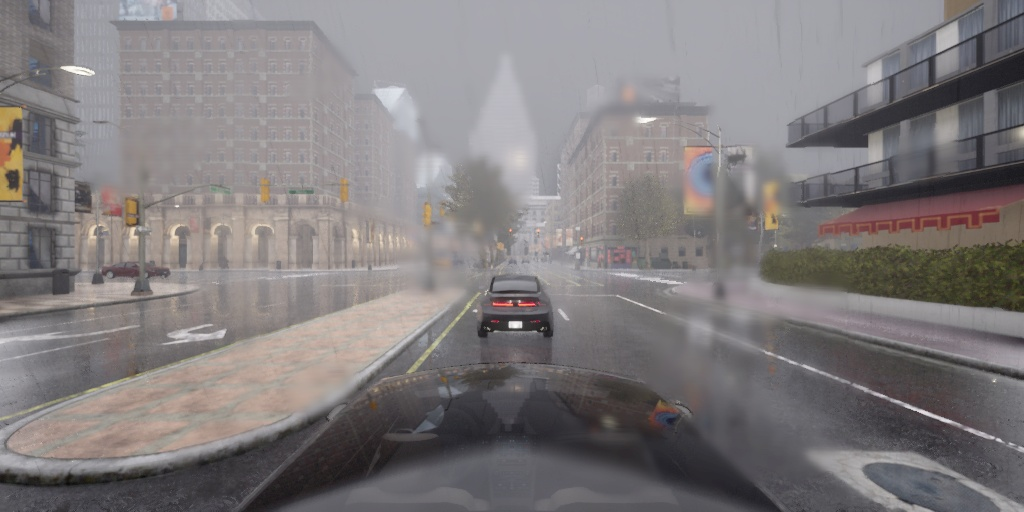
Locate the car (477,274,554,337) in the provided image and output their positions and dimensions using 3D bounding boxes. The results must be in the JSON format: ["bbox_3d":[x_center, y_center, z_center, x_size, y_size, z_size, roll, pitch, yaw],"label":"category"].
[{"bbox_3d":[0.095,1.253,10.248,1.837,1.490,4.892,0,0,0],"label":"car"}]

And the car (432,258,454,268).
[{"bbox_3d":[-11.450,1.213,59.578,1.882,1.535,5.008,0,0,0],"label":"car"}]

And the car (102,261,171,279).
[{"bbox_3d":[-33.654,1.220,32.203,5.008,1.535,1.882,0,0,0],"label":"car"}]

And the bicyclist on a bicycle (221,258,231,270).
[{"bbox_3d":[-37.204,1.039,46.660,0.582,1.620,1.656,0,0,0],"label":"bicyclist on a bicycle"}]
